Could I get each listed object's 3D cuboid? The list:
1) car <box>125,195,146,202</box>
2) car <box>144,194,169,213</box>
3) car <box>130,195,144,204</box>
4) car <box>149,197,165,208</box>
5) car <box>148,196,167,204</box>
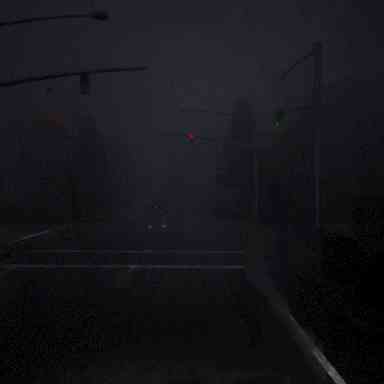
[{"bbox_3d":[-12.428,1.432,73.166,5.008,1.535,1.882,0,0,42],"label":"car"},{"bbox_3d":[-3.753,1.221,37.172,2.150,2.045,5.566,0,0,-2],"label":"car"},{"bbox_3d":[-11.095,1.508,65.600,1.837,1.490,4.892,0,-1,-30],"label":"car"},{"bbox_3d":[-5.362,1.526,50.105,1.812,1.442,4.674,0,0,-13],"label":"car"},{"bbox_3d":[-6.724,1.547,64.768,2.033,1.411,5.357,0,0,-26],"label":"car"}]
